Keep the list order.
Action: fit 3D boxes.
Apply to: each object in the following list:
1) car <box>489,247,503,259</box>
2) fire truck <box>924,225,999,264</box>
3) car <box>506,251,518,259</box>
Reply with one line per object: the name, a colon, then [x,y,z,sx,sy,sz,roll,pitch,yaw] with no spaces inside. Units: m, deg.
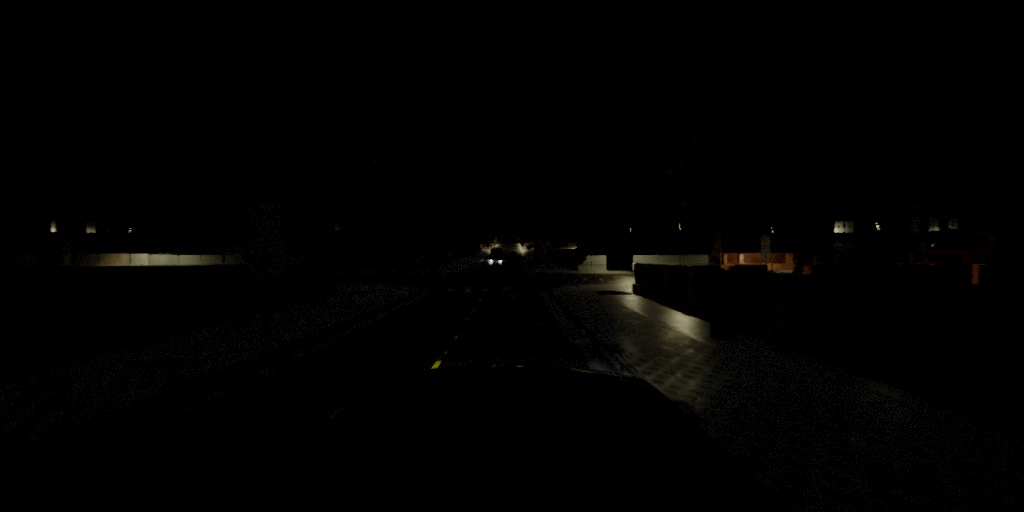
car: [-2.754,-0.507,63.555,2.150,2.045,5.566,0,2,0]
fire truck: [36.850,-0.409,27.148,8.468,3.827,2.891,0,3,0]
car: [-0.004,-0.194,63.441,2.033,1.411,5.357,0,2,0]
